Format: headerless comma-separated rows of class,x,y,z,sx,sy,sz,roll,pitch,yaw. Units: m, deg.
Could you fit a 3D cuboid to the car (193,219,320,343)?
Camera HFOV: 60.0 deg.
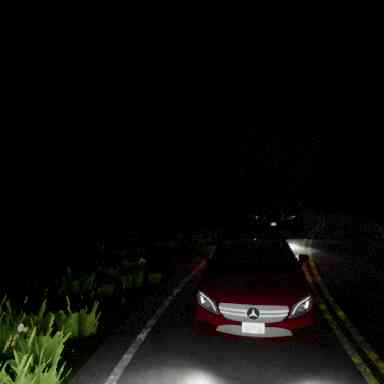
car,1.233,1.534,6.679,1.812,1.442,4.674,-1,0,11

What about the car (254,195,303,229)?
car,5.009,1.214,18.849,2.150,2.045,5.566,-2,-1,22
